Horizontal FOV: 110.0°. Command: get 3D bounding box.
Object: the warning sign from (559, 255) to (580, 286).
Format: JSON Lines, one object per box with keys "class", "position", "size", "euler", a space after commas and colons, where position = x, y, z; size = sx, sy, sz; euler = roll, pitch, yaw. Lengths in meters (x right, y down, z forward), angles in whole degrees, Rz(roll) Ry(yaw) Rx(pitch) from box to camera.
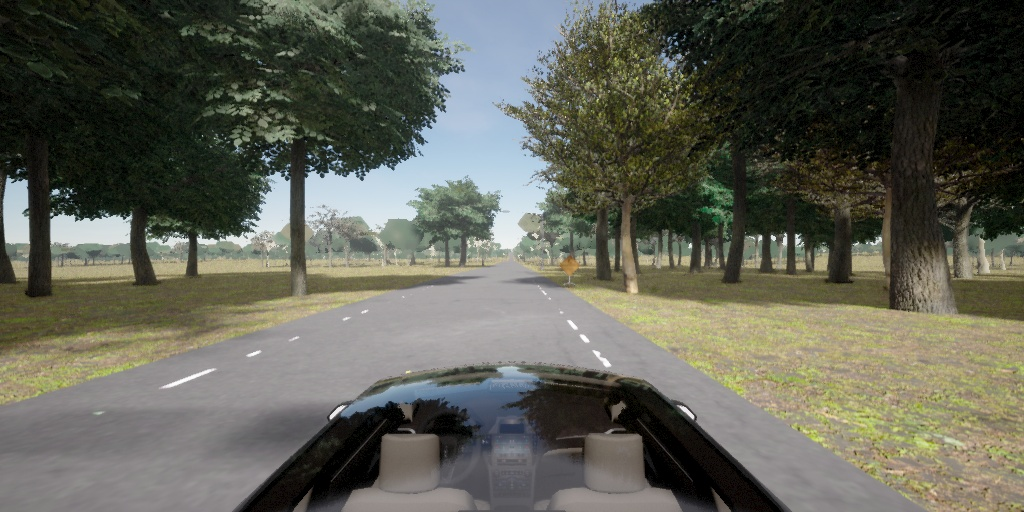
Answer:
{"class": "warning sign", "position": [3.550, 0.865, 22.193], "size": [1.300, 1.860, 1.060], "euler": [0, 0, 0]}
